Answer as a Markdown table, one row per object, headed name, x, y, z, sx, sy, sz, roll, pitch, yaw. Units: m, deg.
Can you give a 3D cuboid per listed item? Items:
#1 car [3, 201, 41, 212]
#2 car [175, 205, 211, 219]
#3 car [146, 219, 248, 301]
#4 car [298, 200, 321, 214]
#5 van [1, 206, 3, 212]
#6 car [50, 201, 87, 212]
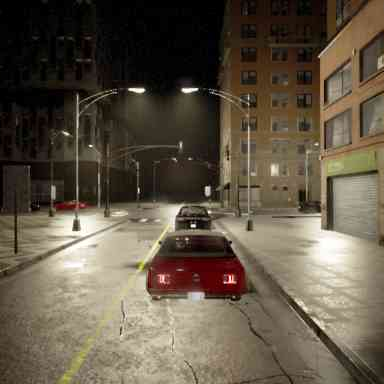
| name | x | y | z | sx | sy | sz | roll | pitch | yaw |
| --- | --- | --- | --- | --- | --- | --- | --- | --- | --- |
| car | -20.203 | 1.725 | 39.293 | 4.313 | 1.339 | 1.947 | 0 | 0 | 0 |
| car | 0.058 | 1.474 | 18.410 | 1.882 | 1.535 | 5.008 | 0 | 0 | 0 |
| car | 0.081 | 1.601 | 8.261 | 1.895 | 1.301 | 4.718 | 0 | 0 | 0 |
| car | 12.040 | 1.415 | 30.805 | 4.313 | 1.339 | 1.947 | 0 | 0 | 0 |
| van | -20.186 | 1.425 | 30.769 | 3.998 | 1.788 | 1.690 | 0 | 0 | 0 |
| car | -14.554 | 1.701 | 39.299 | 4.206 | 1.307 | 1.802 | 0 | 0 | 0 |
